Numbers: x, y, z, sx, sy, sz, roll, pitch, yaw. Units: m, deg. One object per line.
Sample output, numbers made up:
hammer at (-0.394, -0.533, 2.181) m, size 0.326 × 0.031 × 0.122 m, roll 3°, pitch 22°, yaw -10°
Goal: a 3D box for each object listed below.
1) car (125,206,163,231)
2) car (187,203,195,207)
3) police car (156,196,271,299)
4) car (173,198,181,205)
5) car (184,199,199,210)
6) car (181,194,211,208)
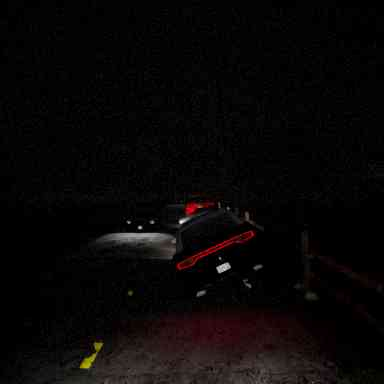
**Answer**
car at (-2.877, 1.601, 21.112) m, size 2.033 × 1.411 × 5.357 m, roll 0°, pitch 0°, yaw 0°
car at (0.799, 1.569, 18.552) m, size 1.812 × 1.442 × 4.674 m, roll 0°, pitch 0°, yaw 0°
police car at (0.488, 1.210, 8.672) m, size 1.930 × 1.638 × 5.238 m, roll -25°, pitch 0°, yaw 0°
car at (-2.853, 1.922, 68.804) m, size 1.837 × 1.490 × 4.892 m, roll 0°, pitch -1°, yaw 0°
car at (-0.055, 1.731, 46.487) m, size 2.033 × 1.411 × 5.357 m, roll 0°, pitch 0°, yaw 0°
car at (0.687, 1.239, 24.495) m, size 2.150 × 2.045 × 5.566 m, roll -3°, pitch -2°, yaw 3°
